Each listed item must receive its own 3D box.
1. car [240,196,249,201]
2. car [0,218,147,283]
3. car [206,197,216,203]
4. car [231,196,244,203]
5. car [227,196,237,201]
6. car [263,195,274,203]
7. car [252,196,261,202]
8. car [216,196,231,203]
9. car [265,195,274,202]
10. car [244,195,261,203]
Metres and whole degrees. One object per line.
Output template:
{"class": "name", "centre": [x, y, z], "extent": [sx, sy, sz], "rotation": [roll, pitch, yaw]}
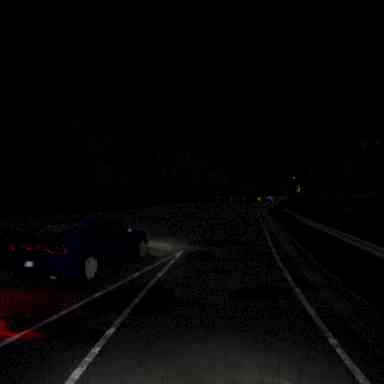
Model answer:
{"class": "car", "centre": [14.732, 1.926, 93.801], "extent": [1.994, 1.385, 4.181], "rotation": [0, 0, 17]}
{"class": "car", "centre": [-3.022, 1.514, 9.998], "extent": [1.882, 1.535, 5.008], "rotation": [0, 0, 17]}
{"class": "car", "centre": [5.030, 1.986, 85.834], "extent": [2.033, 1.411, 5.357], "rotation": [0, 0, 17]}
{"class": "car", "centre": [11.734, 1.946, 83.821], "extent": [1.882, 1.535, 5.008], "rotation": [0, 0, 17]}
{"class": "car", "centre": [11.380, 1.915, 94.808], "extent": [1.994, 1.385, 4.181], "rotation": [0, 0, 17]}
{"class": "car", "centre": [18.566, 2.089, 82.235], "extent": [1.895, 1.301, 4.718], "rotation": [0, 0, 17]}
{"class": "car", "centre": [18.084, 1.862, 92.795], "extent": [1.882, 1.535, 5.008], "rotation": [0, 0, 17]}
{"class": "car", "centre": [8.382, 1.997, 84.828], "extent": [2.033, 1.411, 5.357], "rotation": [0, 0, 17]}
{"class": "car", "centre": [21.428, 1.750, 91.760], "extent": [2.097, 1.767, 4.553], "rotation": [0, 0, 17]}
{"class": "car", "centre": [15.096, 1.704, 82.844], "extent": [2.150, 2.045, 5.566], "rotation": [0, 0, 17]}
